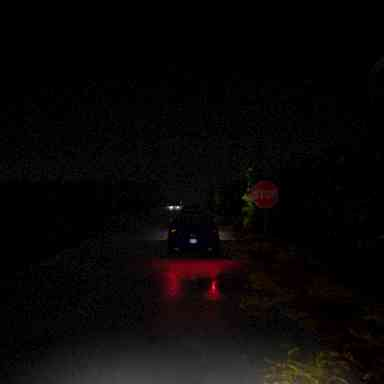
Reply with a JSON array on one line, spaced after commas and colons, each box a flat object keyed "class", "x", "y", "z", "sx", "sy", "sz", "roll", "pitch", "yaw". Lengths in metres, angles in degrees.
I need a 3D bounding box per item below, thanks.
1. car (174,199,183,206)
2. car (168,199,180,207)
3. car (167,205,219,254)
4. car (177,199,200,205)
[{"class": "car", "x": -3.102, "y": 2.322, "z": 75.822, "sx": 1.837, "sy": 1.490, "sz": 4.892, "roll": 0, "pitch": -1, "yaw": 0}, {"class": "car", "x": -3.144, "y": 1.980, "z": 60.607, "sx": 1.994, "sy": 1.385, "sz": 4.181, "roll": 0, "pitch": -1, "yaw": 1}, {"class": "car", "x": 0.062, "y": 1.533, "z": 13.874, "sx": 1.882, "sy": 1.535, "sz": 5.008, "roll": 0, "pitch": 0, "yaw": 0}, {"class": "car", "x": 0.057, "y": 1.664, "z": 29.872, "sx": 2.128, "sy": 1.511, "sz": 4.902, "roll": -1, "pitch": 0, "yaw": 0}]
